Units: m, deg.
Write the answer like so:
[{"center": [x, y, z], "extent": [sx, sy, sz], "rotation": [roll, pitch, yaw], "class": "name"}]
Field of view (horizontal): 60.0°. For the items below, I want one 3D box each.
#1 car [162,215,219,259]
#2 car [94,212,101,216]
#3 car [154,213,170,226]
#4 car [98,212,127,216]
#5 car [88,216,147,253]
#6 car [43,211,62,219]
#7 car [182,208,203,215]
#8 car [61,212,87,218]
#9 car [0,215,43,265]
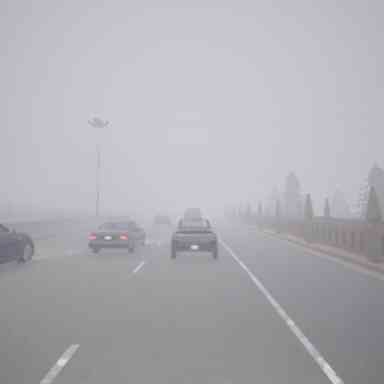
[{"center": [0.094, 1.899, 14.390], "extent": [2.128, 1.511, 4.902], "rotation": [0, -3, 0], "class": "car"}, {"center": [-14.025, 3.840, 51.381], "extent": [1.812, 1.442, 4.674], "rotation": [0, -3, 1], "class": "car"}, {"center": [-3.417, 3.201, 39.643], "extent": [2.128, 1.511, 4.902], "rotation": [0, -3, 0], "class": "car"}, {"center": [-6.913, 2.846, 31.663], "extent": [2.033, 1.411, 5.357], "rotation": [0, -3, 0], "class": "car"}, {"center": [-3.407, 2.039, 16.009], "extent": [2.033, 1.411, 5.357], "rotation": [0, -3, 0], "class": "car"}, {"center": [-21.046, 3.603, 50.168], "extent": [2.097, 1.767, 4.553], "rotation": [0, -3, 1], "class": "car"}, {"center": [0.084, 2.865, 38.371], "extent": [2.150, 2.045, 5.566], "rotation": [0, -3, 0], "class": "car"}, {"center": [-17.557, 3.839, 50.949], "extent": [2.033, 1.411, 5.357], "rotation": [0, -3, 1], "class": "car"}, {"center": [-6.905, 1.577, 10.518], "extent": [2.097, 1.767, 4.553], "rotation": [0, -2, 0], "class": "car"}]
